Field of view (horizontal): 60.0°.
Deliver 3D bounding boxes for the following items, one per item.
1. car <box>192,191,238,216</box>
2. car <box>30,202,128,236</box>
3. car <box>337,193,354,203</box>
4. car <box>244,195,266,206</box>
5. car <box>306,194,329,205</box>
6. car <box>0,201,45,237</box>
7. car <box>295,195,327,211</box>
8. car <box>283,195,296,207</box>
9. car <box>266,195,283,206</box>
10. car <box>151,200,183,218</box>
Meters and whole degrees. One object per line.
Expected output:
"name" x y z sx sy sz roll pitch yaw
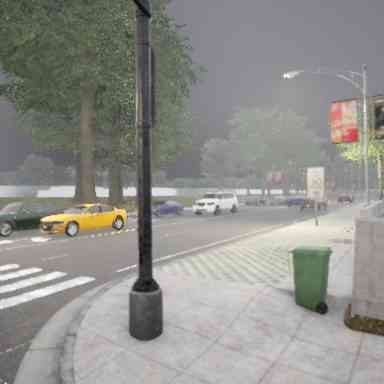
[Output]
"car" 2.223 0.989 30.188 2.150 2.045 5.566 -1 0 33
"car" -5.665 1.377 17.916 1.882 1.535 5.008 -1 0 33
"car" 23.691 0.942 51.187 1.882 1.535 5.008 -1 -1 33
"car" 8.996 1.223 46.575 1.837 1.490 4.892 -1 -1 33
"car" 18.851 1.095 49.844 2.033 1.411 5.357 -1 -1 33
"car" -9.343 1.336 18.211 2.097 1.767 4.553 -1 0 33
"car" 12.160 1.089 33.254 1.812 1.442 4.674 -1 0 33
"car" 13.266 1.067 41.068 1.882 1.535 5.008 -1 0 33
"car" 12.159 1.169 45.469 1.812 1.442 4.674 -1 -1 33
"car" -2.554 1.395 28.759 1.812 1.442 4.674 -1 0 33
